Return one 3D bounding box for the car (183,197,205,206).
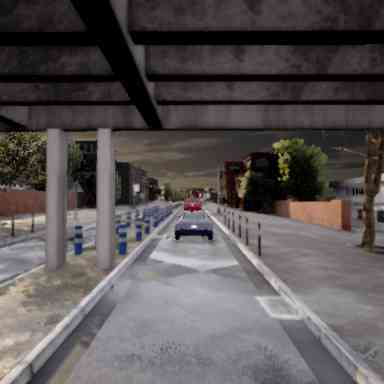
[{"bbox_3d":[0.096,1.660,41.661,2.150,2.045,5.566,0,-1,0],"label":"car"}]

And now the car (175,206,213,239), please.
[{"bbox_3d":[0.098,1.675,18.148,1.994,1.385,4.181,0,-1,0],"label":"car"}]
